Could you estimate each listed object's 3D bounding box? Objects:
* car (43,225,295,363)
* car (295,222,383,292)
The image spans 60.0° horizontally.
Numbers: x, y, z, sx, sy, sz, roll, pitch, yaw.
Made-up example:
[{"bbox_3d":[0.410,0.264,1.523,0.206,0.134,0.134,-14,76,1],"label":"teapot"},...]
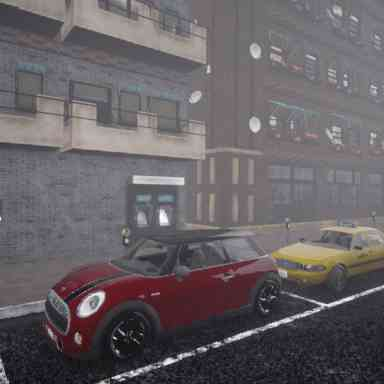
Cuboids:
[{"bbox_3d":[-0.363,1.441,5.829,4.097,1.590,1.967,0,1,-36],"label":"car"},{"bbox_3d":[4.013,1.527,8.957,4.829,1.417,1.752,0,1,-36],"label":"car"}]
